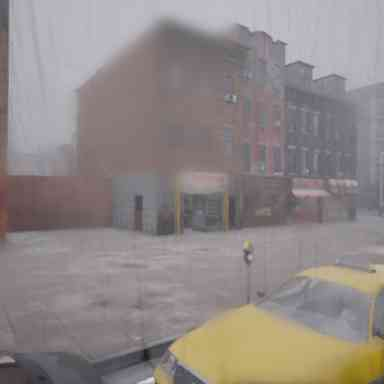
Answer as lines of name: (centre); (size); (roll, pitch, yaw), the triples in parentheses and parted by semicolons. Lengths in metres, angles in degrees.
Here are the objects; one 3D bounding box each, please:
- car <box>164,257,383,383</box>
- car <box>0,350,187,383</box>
car: (1.883, 1.562, 4.159); (4.829, 1.417, 1.752); (1, -1, -36)
car: (-2.414, 1.537, 1.088); (4.403, 1.369, 2.008); (1, -1, -36)
